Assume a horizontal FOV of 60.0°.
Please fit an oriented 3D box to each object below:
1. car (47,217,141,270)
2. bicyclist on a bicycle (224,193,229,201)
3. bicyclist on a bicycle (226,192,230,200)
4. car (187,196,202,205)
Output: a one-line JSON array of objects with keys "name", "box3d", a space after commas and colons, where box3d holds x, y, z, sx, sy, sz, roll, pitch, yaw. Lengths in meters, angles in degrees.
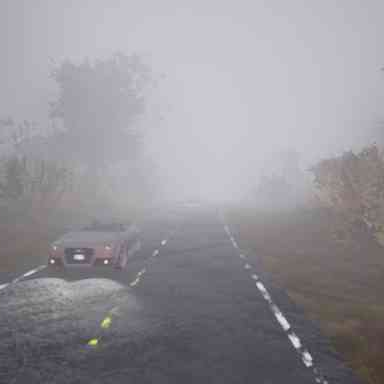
[{"name": "car", "box3d": [-2.891, 1.499, 10.661, 1.994, 1.385, 4.181, 0, 0, 2]}, {"name": "bicyclist on a bicycle", "box3d": [7.081, 0.984, 71.335, 0.659, 1.776, 1.843, 0, 1, 10]}, {"name": "bicyclist on a bicycle", "box3d": [8.699, 0.940, 80.139, 0.659, 1.776, 1.843, 0, 1, 11]}, {"name": "car", "box3d": [0.465, 1.266, 53.276, 1.994, 1.385, 4.181, 0, 0, 8]}]
